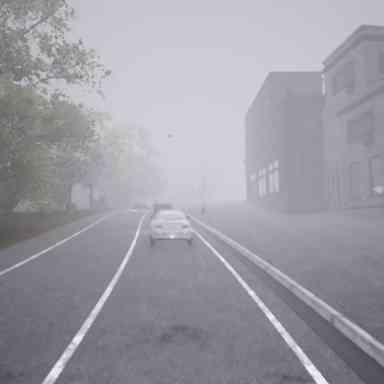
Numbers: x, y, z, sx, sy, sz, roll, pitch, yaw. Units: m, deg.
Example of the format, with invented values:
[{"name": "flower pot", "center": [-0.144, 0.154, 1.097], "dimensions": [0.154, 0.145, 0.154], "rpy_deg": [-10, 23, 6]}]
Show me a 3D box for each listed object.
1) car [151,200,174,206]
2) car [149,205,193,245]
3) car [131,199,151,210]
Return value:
[{"name": "car", "center": [-2.897, 1.500, 33.881], "dimensions": [1.882, 1.535, 5.008], "rpy_deg": [0, 0, -4]}, {"name": "car", "center": [-1.039, 1.576, 15.821], "dimensions": [1.812, 1.442, 4.674], "rpy_deg": [0, 0, -6]}, {"name": "car", "center": [-6.394, 1.570, 42.402], "dimensions": [1.994, 1.385, 4.181], "rpy_deg": [0, 0, 2]}]
